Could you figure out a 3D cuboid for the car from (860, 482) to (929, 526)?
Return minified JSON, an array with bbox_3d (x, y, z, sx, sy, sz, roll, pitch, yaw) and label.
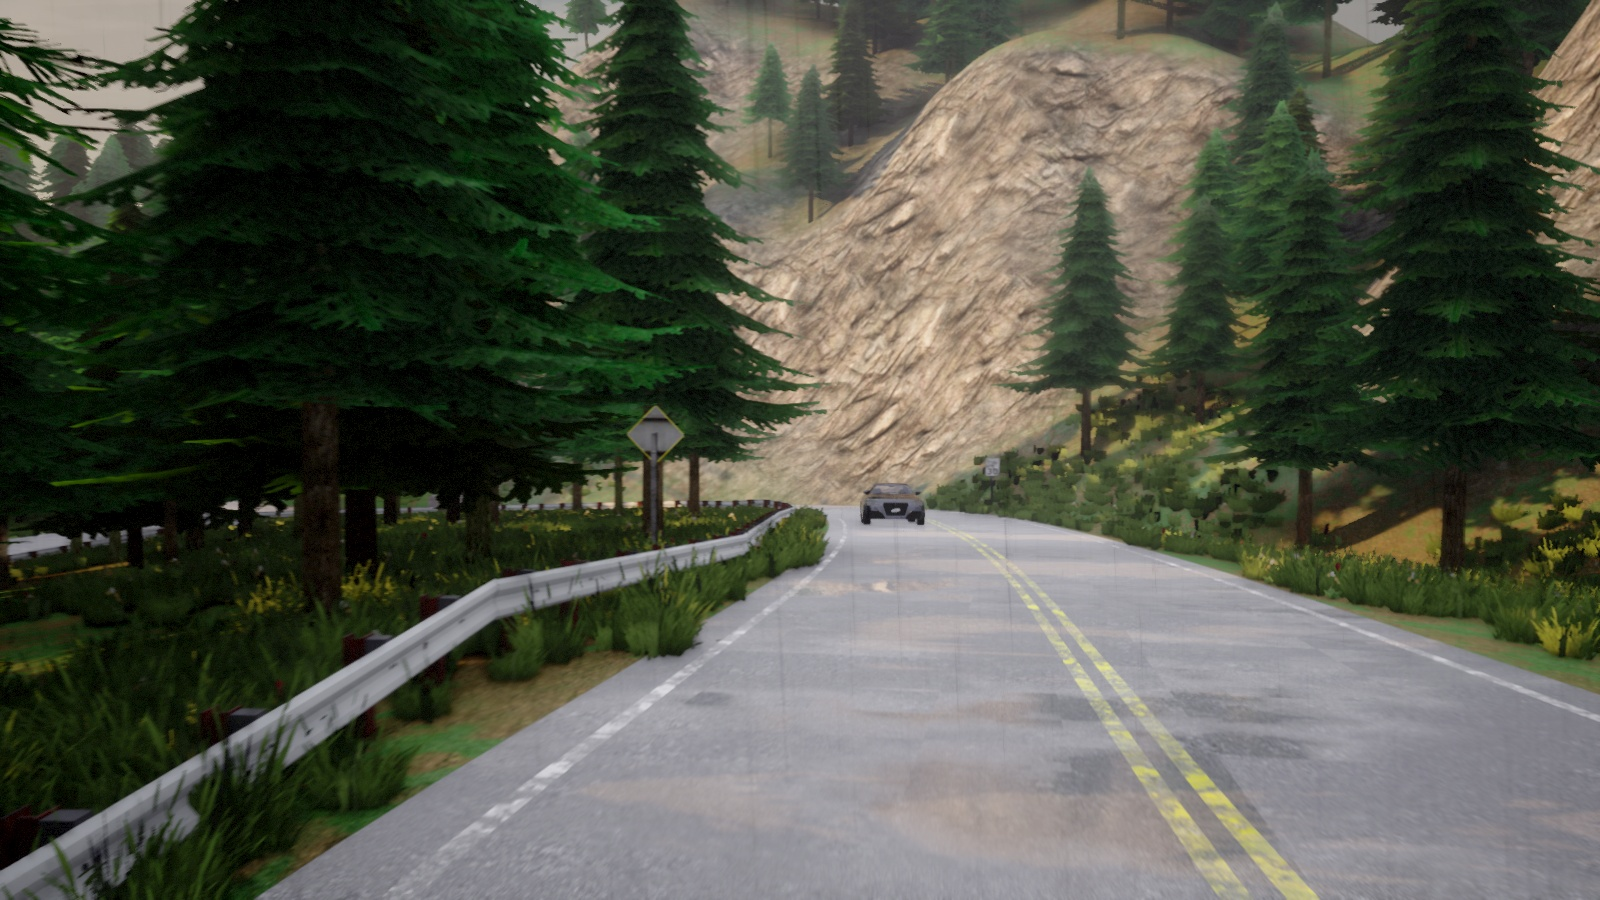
[{"bbox_3d":[3.107,1.762,41.983,1.994,1.385,4.181,0,-1,0],"label":"car"}]
